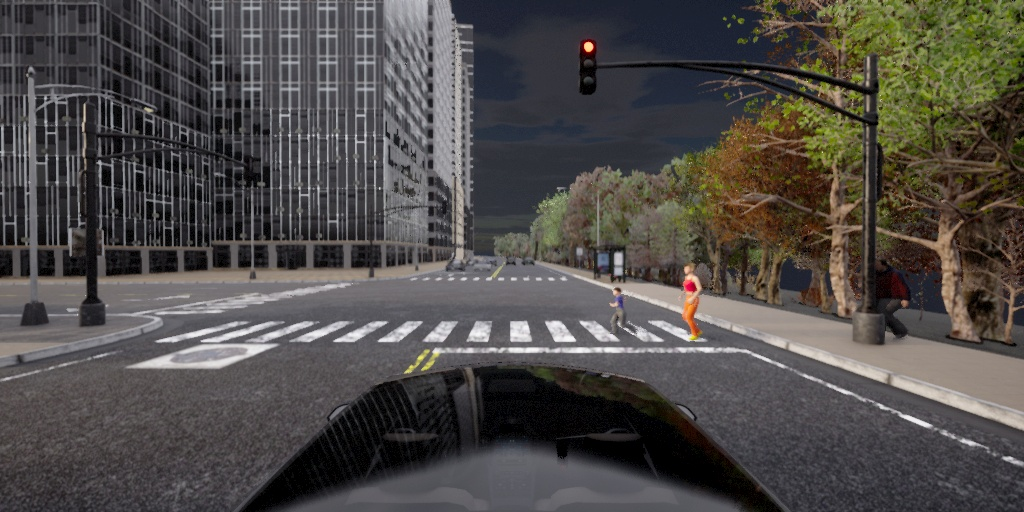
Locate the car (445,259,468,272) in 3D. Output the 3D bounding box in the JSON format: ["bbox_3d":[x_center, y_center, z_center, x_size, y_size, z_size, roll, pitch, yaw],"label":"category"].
[{"bbox_3d":[-6.707,1.137,42.842,1.812,1.442,4.674,0,0,0],"label":"car"}]

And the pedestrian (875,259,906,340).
[{"bbox_3d":[7.958,0.871,7.644,0.375,1.860,0.375,0,1,0],"label":"pedestrian"}]

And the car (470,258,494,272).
[{"bbox_3d":[-3.459,1.214,42.233,1.895,1.301,4.718,0,0,0],"label":"car"}]

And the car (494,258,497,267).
[{"bbox_3d":[-3.475,1.098,60.753,2.033,1.411,5.357,0,0,0],"label":"car"}]

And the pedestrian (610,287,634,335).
[{"bbox_3d":[2.685,1.300,8.832,0.375,1.300,0.375,0,1,0],"label":"pedestrian"}]

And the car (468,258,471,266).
[{"bbox_3d":[-6.727,1.041,61.093,2.128,1.511,4.902,0,0,0],"label":"car"}]

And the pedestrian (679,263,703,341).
[{"bbox_3d":[4.189,1.021,8.370,0.375,1.860,0.375,0,1,0],"label":"pedestrian"}]
